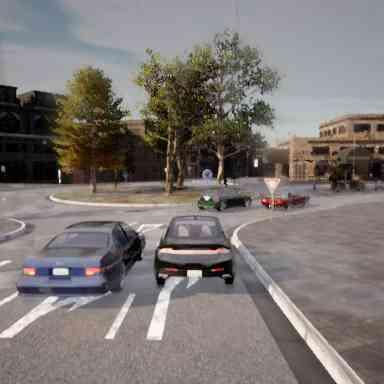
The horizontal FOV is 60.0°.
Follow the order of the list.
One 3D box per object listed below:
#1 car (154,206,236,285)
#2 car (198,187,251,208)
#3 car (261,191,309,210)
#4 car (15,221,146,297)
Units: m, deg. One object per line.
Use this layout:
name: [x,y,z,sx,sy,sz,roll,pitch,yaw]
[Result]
car: [0.091,1.394,9.245,2.128,1.511,4.902,0,2,1]
car: [2.544,0.374,25.157,2.097,1.767,4.553,5,7,44]
car: [7.367,0.559,25.888,1.895,1.301,4.718,4,7,43]
car: [-2.428,1.463,8.660,2.033,1.411,5.357,0,1,0]
